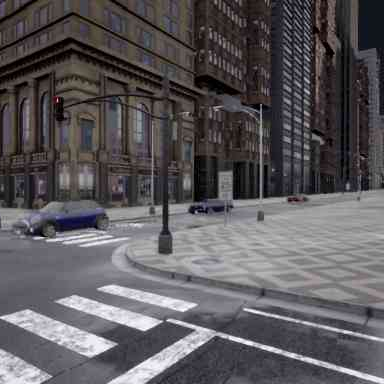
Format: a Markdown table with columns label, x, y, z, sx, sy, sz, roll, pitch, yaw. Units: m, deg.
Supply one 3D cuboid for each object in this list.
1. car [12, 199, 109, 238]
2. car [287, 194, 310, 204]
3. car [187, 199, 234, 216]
| label | x | y | z | sx | sy | sz | roll | pitch | yaw |
| --- | --- | --- | --- | --- | --- | --- | --- | --- | --- |
| car | -6.472 | 1.186 | 16.710 | 2.097 | 1.767 | 4.553 | 0 | 1 | 35 |
| car | 14.916 | 0.941 | 46.601 | 1.895 | 1.301 | 4.718 | 0 | 1 | 36 |
| car | 1.621 | 1.245 | 28.058 | 1.895 | 1.301 | 4.718 | 0 | 1 | 36 |
